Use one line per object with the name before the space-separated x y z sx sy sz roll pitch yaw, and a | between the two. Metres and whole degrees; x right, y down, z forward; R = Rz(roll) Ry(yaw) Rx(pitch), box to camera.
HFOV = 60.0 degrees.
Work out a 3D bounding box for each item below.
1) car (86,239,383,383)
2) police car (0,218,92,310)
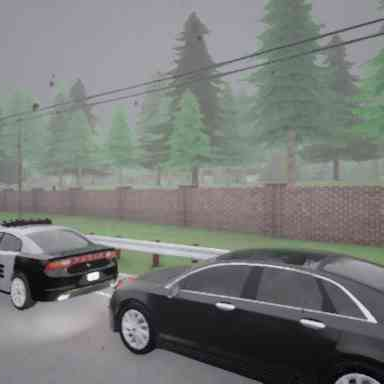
car | 0.919 1.518 4.505 4.892 1.490 1.837 0 0 36
police car | -4.050 1.471 8.061 5.238 1.638 1.930 0 0 36
